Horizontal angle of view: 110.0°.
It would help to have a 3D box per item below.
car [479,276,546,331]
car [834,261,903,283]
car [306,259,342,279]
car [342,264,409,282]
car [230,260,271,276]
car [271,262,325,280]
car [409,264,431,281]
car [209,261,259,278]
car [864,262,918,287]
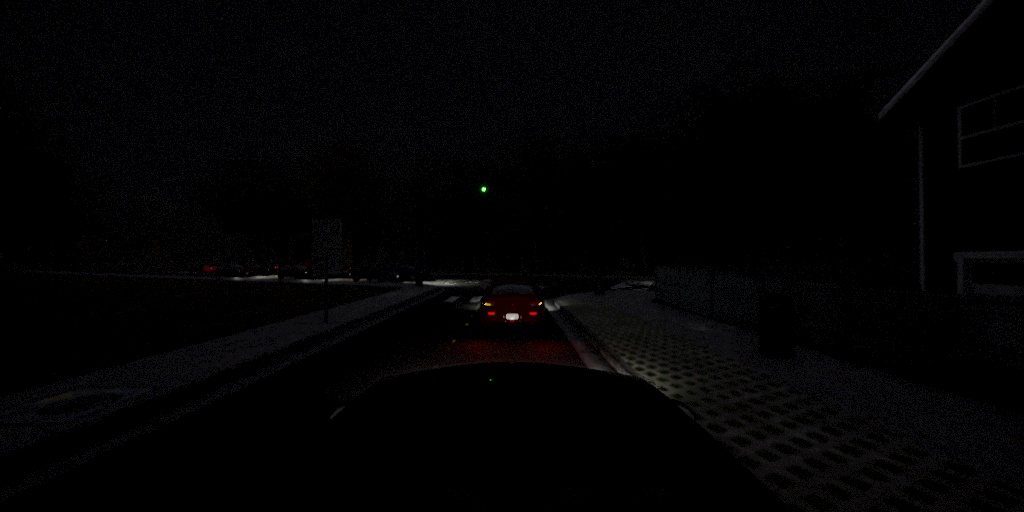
[{"bbox_3d":[0.040,1.355,11.261,1.812,1.442,4.674,0,0,1],"label":"car"},{"bbox_3d":[26.041,1.259,25.657,4.553,1.767,2.097,0,-1,23],"label":"car"},{"bbox_3d":[-19.617,1.287,38.078,5.566,2.045,2.150,0,-1,23],"label":"car"},{"bbox_3d":[-11.887,1.478,31.200,4.902,1.511,2.128,0,-1,23],"label":"car"},{"bbox_3d":[-31.484,1.596,43.223,5.008,1.535,1.882,0,-1,24],"label":"car"},{"bbox_3d":[-20.967,1.555,35.121,4.674,1.442,1.812,0,-1,24],"label":"car"},{"bbox_3d":[-10.045,1.497,33.941,5.008,1.535,1.882,0,-1,25],"label":"car"},{"bbox_3d":[-30.428,1.599,39.224,4.674,1.442,1.812,0,-1,23],"label":"car"},{"bbox_3d":[24.447,1.351,22.804,5.008,1.535,1.882,0,-1,23],"label":"car"}]
